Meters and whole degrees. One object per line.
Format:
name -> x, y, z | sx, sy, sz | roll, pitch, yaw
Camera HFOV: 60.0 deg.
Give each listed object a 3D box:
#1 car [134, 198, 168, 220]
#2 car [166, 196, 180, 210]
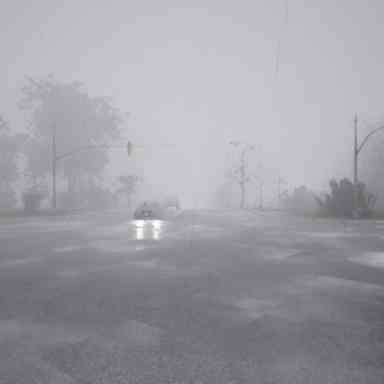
car -> -3.240, 1.386, 25.774 | 1.994, 1.385, 4.181 | 0, 0, 0
car -> -3.042, 1.607, 50.163 | 2.150, 2.045, 5.566 | 0, -2, 0
